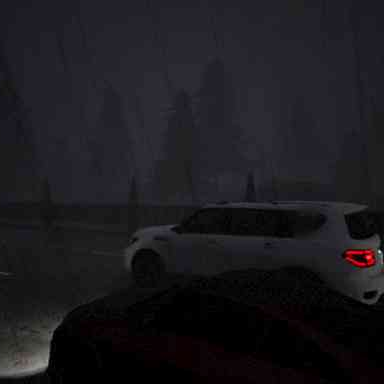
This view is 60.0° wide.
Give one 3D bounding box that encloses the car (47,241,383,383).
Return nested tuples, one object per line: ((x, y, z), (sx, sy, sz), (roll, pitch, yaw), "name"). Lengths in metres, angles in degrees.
((0.402, 1.552, 3.460), (4.181, 1.385, 1.994), (0, 0, 35), "car")

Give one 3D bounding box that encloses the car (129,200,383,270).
((1.054, 1.197, 7.266), (5.566, 2.045, 2.150), (0, 0, 33), "car")
